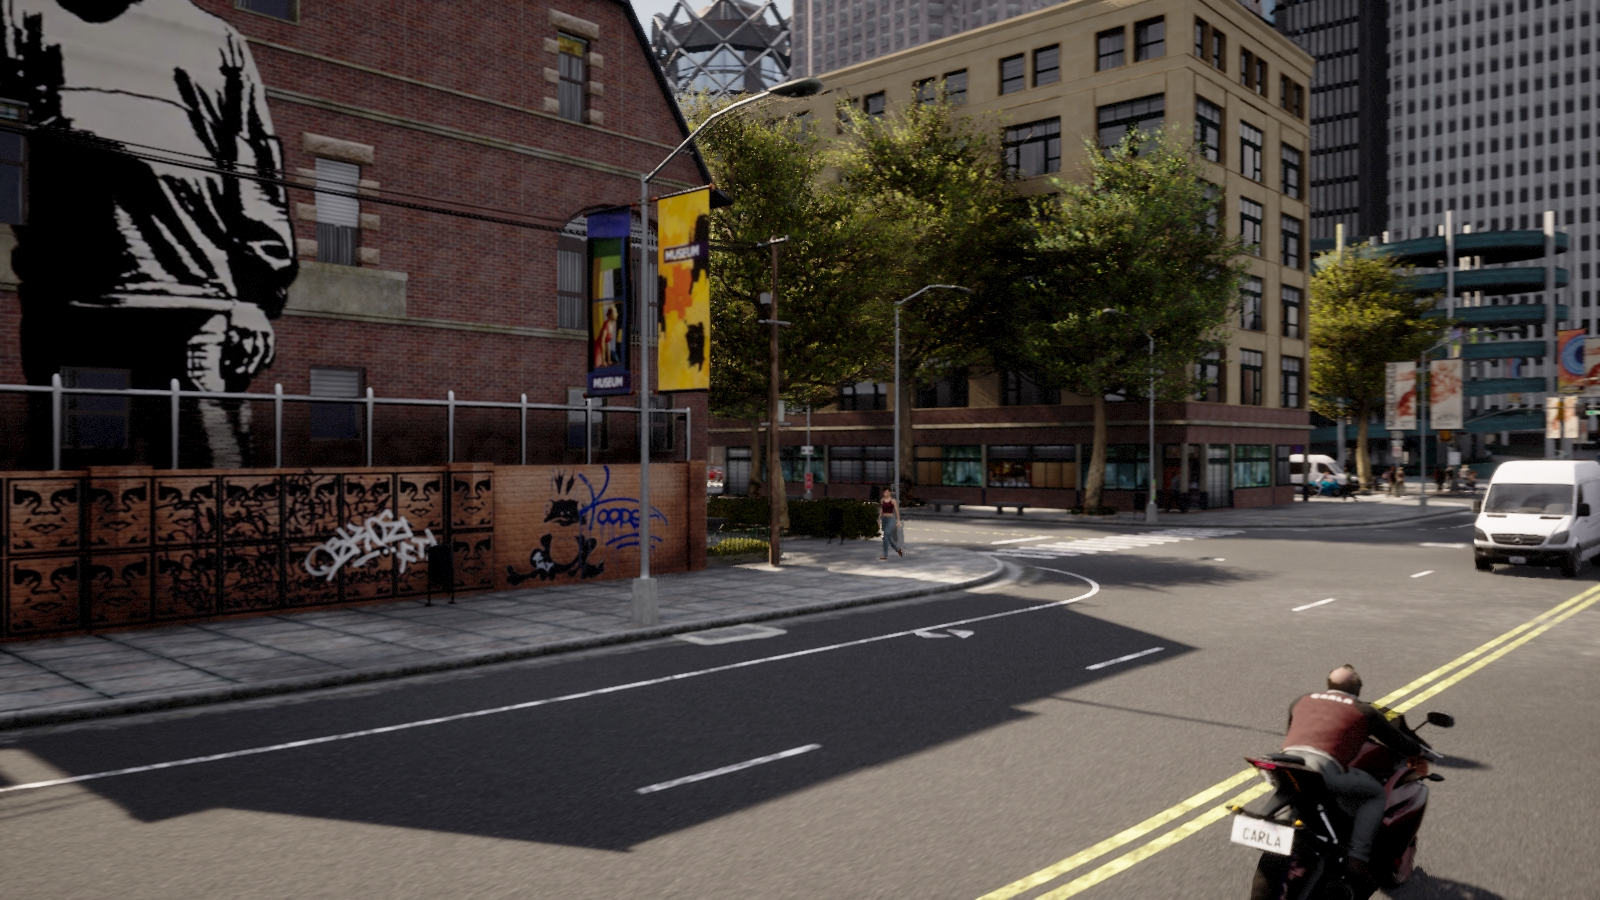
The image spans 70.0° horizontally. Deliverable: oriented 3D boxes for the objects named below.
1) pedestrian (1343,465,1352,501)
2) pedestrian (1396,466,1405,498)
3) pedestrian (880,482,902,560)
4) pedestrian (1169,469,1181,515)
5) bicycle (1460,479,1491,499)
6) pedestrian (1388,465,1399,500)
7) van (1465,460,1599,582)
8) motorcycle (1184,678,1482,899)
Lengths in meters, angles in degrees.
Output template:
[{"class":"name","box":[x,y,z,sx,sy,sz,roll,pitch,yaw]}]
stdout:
[{"class":"pedestrian","box":[28.442,1.733,59.354,0.375,1.860,0.375,0,0,39]},{"class":"pedestrian","box":[35.431,1.888,67.453,0.375,1.860,0.375,0,0,-44]},{"class":"pedestrian","box":[2.214,1.721,27.809,0.375,1.860,0.375,0,0,42]},{"class":"pedestrian","box":[15.548,1.730,47.370,0.375,1.860,0.375,0,0,28]},{"class":"bicycle","box":[39.749,2.293,67.252,1.487,1.080,0.859,0,0,39]},{"class":"pedestrian","box":[31.873,1.733,61.393,0.375,1.860,0.375,0,0,-10]},{"class":"van","box":[17.777,1.548,27.335,1.988,2.561,5.915,0,0,43]},{"class":"motorcycle","box":[3.264,2.210,6.878,2.209,1.251,0.867,0,0,-43]}]
